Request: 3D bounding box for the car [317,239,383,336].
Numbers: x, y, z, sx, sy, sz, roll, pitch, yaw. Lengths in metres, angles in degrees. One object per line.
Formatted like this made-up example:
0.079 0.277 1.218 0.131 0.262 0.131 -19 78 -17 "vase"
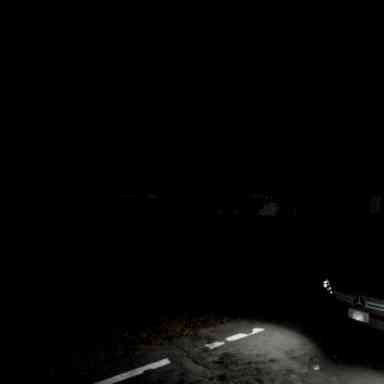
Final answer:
4.283 1.508 6.125 4.674 1.442 1.812 0 0 -35 "car"
